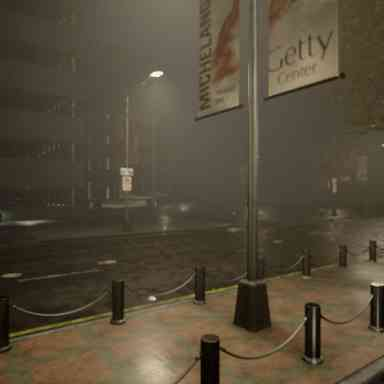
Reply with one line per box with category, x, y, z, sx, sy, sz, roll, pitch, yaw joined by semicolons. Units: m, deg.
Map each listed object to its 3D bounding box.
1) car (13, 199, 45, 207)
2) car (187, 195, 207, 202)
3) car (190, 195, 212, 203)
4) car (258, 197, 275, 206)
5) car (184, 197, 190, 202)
car;-16.054;1.340;31.046;4.674;1.452;2.002;0;0;-36
car;1.229;1.604;84.035;4.553;1.767;2.097;0;0;26
car;2.495;1.781;75.008;4.181;1.385;1.994;0;0;37
car;13.473;1.718;62.774;1.882;1.535;5.008;0;0;-35
car;0.405;1.761;80.523;4.902;1.511;2.128;0;0;30
